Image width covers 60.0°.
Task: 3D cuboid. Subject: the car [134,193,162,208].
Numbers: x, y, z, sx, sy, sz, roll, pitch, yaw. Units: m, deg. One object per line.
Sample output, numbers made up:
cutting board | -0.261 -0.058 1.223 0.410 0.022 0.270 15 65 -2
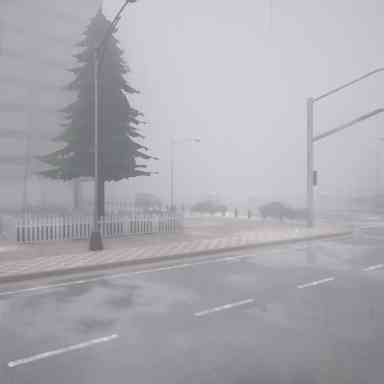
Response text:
car | -6.494 1.220 48.957 2.150 2.045 5.566 0 0 -36

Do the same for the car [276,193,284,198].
car | 19.357 1.356 79.811 1.784 1.438 3.905 0 0 -36

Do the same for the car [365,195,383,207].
car | 26.666 1.148 45.066 1.932 1.855 4.605 0 0 -36

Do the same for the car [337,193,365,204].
car | 34.786 1.145 72.389 1.932 1.855 4.605 0 0 -36

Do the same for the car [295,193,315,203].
car | 21.093 1.389 62.488 1.970 1.475 3.806 0 0 -36

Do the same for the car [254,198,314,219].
car | 7.879 1.523 29.015 1.812 1.442 4.674 0 0 -34

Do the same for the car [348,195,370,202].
car | 37.179 1.355 74.022 1.784 1.438 3.905 0 0 -36

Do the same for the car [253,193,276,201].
car | 17.001 1.388 78.128 1.970 1.475 3.806 0 0 -36

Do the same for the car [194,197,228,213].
car | 2.037 1.561 37.088 1.994 1.385 4.181 0 0 -36

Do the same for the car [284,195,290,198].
car | 21.510 1.146 81.412 1.932 1.855 4.605 0 0 -36
